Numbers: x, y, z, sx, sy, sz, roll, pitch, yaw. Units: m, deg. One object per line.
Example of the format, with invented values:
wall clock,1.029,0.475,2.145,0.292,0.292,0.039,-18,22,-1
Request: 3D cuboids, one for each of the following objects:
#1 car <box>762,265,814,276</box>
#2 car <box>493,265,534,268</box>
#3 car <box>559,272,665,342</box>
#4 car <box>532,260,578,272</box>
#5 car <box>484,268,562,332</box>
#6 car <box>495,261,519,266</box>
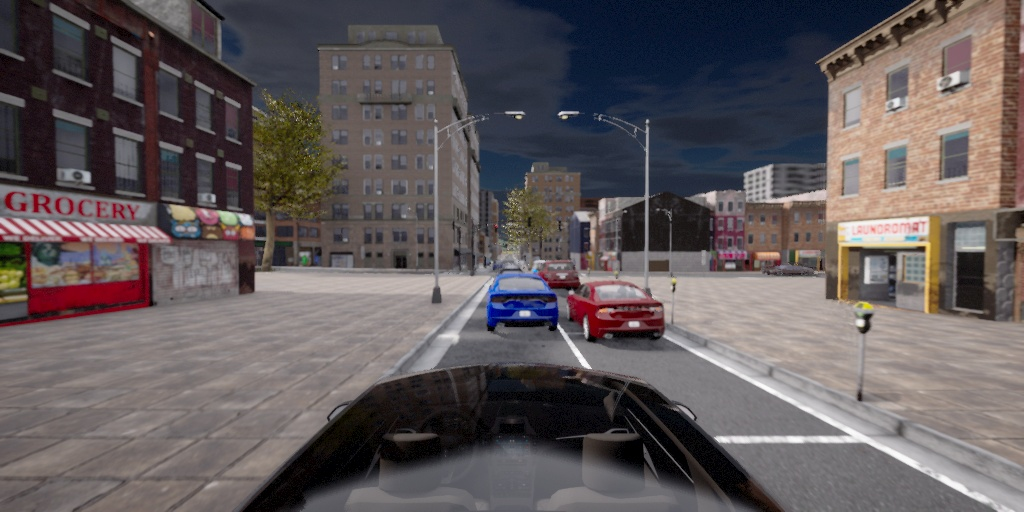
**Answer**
car,34.111,1.771,44.369,5.357,1.411,2.033,0,1,0
car,0.019,1.409,20.237,1.994,1.385,4.181,0,0,0
car,2.609,1.331,9.863,1.888,1.381,4.507,0,0,0
car,2.568,1.161,20.443,2.192,1.841,5.009,0,0,0
car,0.173,1.270,11.108,1.882,1.535,5.008,0,-1,-3
car,-0.042,1.401,30.062,2.128,1.511,4.902,0,0,0
